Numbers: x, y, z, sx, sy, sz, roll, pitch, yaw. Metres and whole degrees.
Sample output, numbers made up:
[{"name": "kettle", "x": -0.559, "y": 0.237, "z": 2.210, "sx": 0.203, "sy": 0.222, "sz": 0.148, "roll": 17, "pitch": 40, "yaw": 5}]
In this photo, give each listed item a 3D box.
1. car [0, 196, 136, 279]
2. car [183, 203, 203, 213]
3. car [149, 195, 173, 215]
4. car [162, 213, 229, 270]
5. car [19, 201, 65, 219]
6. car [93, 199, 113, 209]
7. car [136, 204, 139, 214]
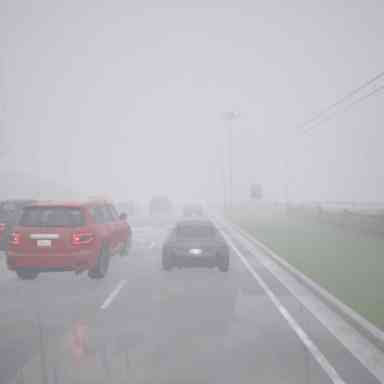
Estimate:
[{"name": "car", "x": -3.396, "y": 1.273, "z": 10.346, "sx": 2.150, "sy": 2.045, "sz": 5.566, "roll": 0, "pitch": 0, "yaw": 0}, {"name": "car", "x": 0.111, "y": 1.756, "z": 32.369, "sx": 1.895, "sy": 1.301, "sz": 4.718, "roll": 0, "pitch": 0, "yaw": 0}, {"name": "car", "x": -3.388, "y": 1.398, "z": 36.855, "sx": 2.150, "sy": 2.045, "sz": 5.566, "roll": 0, "pitch": 0, "yaw": 0}, {"name": "car", "x": 0.103, "y": 1.618, "z": 11.190, "sx": 1.994, "sy": 1.385, "sz": 4.181, "roll": 0, "pitch": 0, "yaw": 0}, {"name": "car", "x": -13.890, "y": 1.641, "z": 31.240, "sx": 2.128, "sy": 1.511, "sz": 4.902, "roll": 0, "pitch": 0, "yaw": 0}, {"name": "car", "x": -13.883, "y": 1.814, "z": 52.148, "sx": 1.994, "sy": 1.385, "sz": 4.181, "roll": 0, "pitch": 0, "yaw": 0}, {"name": "car", "x": -6.889, "y": 1.662, "z": 35.580, "sx": 2.128, "sy": 1.511, "sz": 4.902, "roll": 0, "pitch": 0, "yaw": 0}]
